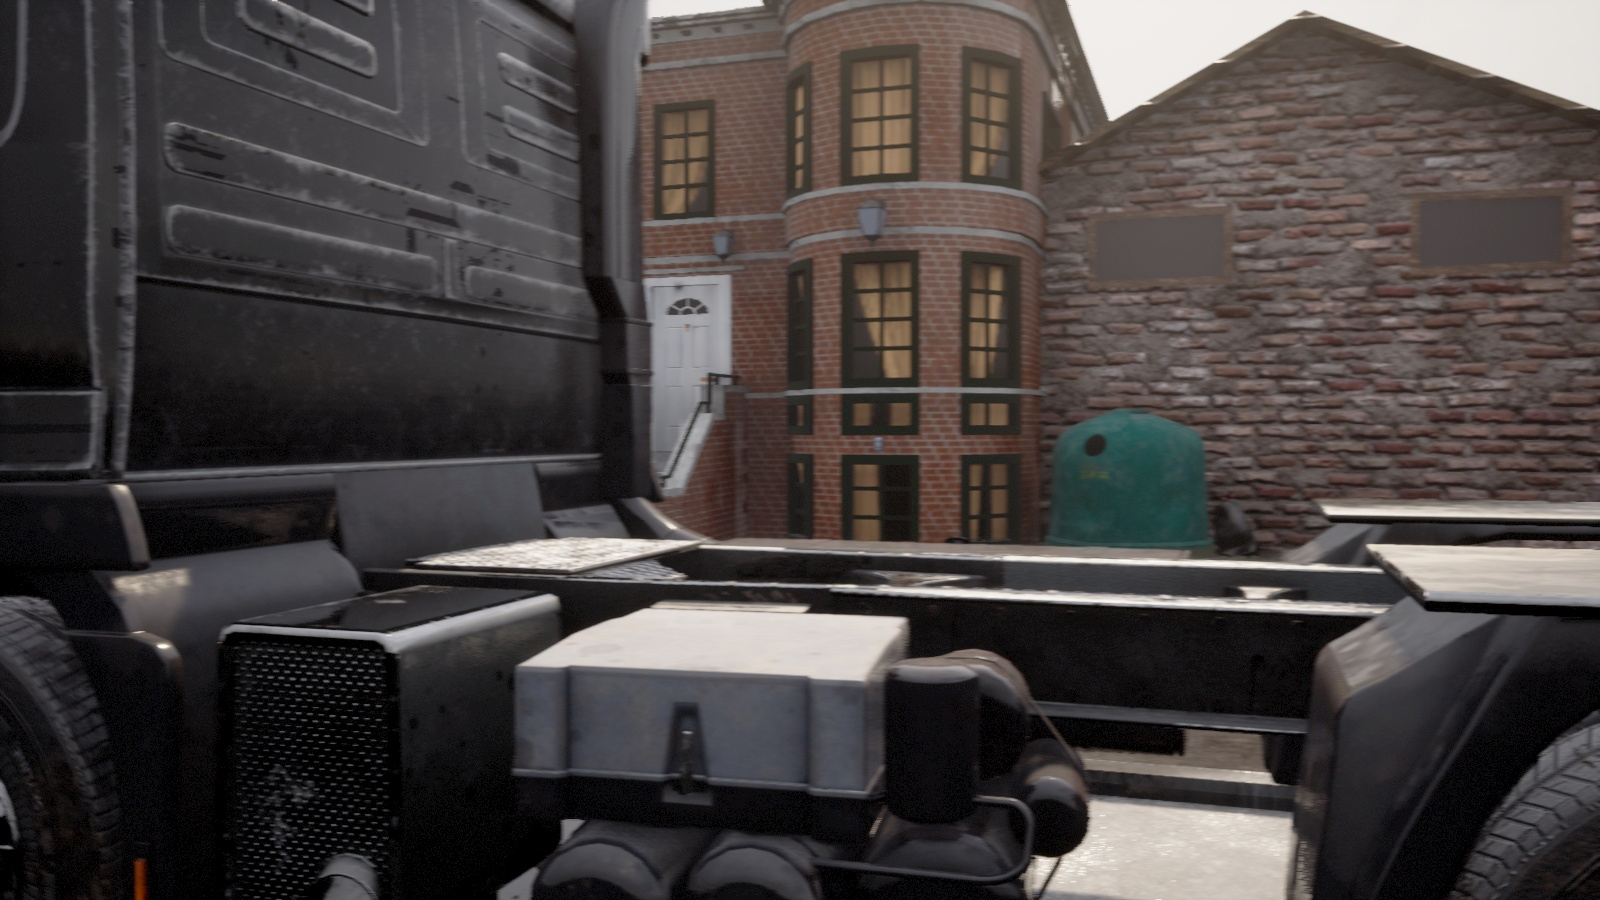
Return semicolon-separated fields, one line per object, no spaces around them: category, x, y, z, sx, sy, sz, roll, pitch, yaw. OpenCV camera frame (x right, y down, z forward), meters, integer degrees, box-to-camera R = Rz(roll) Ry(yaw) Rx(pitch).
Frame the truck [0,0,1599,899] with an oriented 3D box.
truck;0.444;-0.213;3.538;7.936;3.462;2.891;1;1;19
